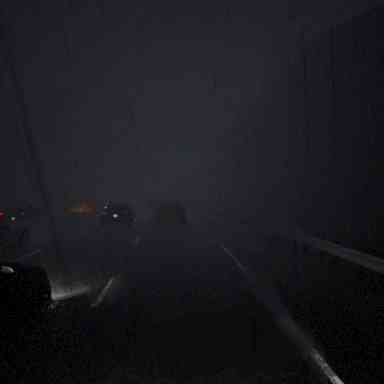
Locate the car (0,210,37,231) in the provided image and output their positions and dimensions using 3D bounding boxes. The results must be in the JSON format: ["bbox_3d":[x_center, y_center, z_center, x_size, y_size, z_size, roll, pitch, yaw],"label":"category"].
[{"bbox_3d":[-7.403,1.540,11.568,1.895,1.301,4.718,0,0,-4],"label":"car"}]

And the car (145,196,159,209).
[{"bbox_3d":[-4.654,1.238,41.083,1.882,1.535,5.008,0,1,-12],"label":"car"}]

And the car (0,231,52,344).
[{"bbox_3d":[-3.581,1.540,4.535,1.994,1.385,4.181,0,0,-1],"label":"car"}]

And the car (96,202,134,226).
[{"bbox_3d":[-4.988,1.435,22.523,1.994,1.385,4.181,0,0,-7],"label":"car"}]

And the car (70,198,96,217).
[{"bbox_3d":[-9.583,1.311,29.867,1.882,1.535,5.008,0,0,-9],"label":"car"}]

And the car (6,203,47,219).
[{"bbox_3d":[-12.267,1.469,24.479,1.895,1.301,4.718,0,0,-8],"label":"car"}]

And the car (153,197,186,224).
[{"bbox_3d":[-1.562,1.340,23.312,1.882,1.535,5.008,0,0,-7],"label":"car"}]
